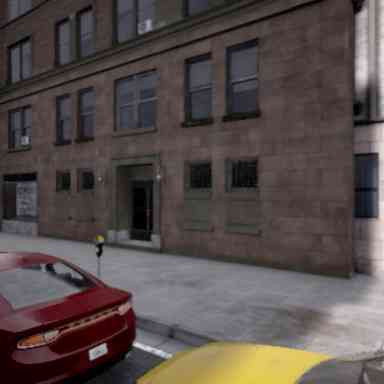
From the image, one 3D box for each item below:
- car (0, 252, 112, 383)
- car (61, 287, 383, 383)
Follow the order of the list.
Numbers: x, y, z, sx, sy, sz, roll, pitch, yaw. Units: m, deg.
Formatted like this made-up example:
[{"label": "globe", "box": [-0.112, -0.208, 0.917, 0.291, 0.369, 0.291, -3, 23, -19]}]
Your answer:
[{"label": "car", "box": [-2.807, 1.554, 4.812, 4.507, 1.381, 1.887, 0, 0, 36]}, {"label": "car", "box": [1.547, 1.525, 1.706, 4.829, 1.417, 1.752, 0, 0, 36]}]
